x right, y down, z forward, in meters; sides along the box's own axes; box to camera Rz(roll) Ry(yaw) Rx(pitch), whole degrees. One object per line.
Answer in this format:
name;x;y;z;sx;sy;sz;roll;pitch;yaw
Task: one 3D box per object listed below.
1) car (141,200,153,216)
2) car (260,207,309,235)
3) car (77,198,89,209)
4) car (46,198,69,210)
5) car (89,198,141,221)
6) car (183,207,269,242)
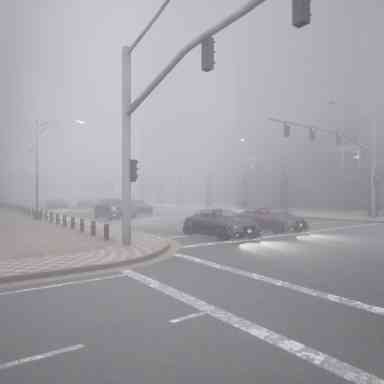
car;-5.447;1.422;31.572;1.882;1.535;5.008;0;0;-35
car;4.288;1.517;18.538;1.994;1.385;4.181;0;0;-40
car;-13.453;1.507;43.036;1.994;1.385;4.181;0;0;-35
car;-17.053;1.509;42.086;1.994;1.385;4.181;0;0;-35
car;-6.227;1.297;26.619;2.097;1.767;4.553;0;0;-35
car;1.346;1.519;16.165;1.994;1.385;4.181;0;0;-36
